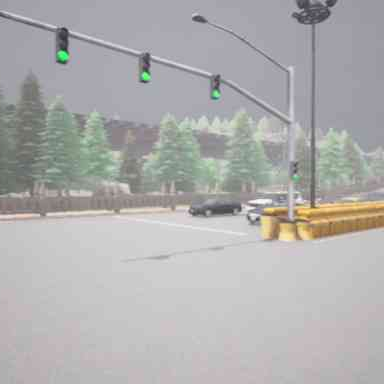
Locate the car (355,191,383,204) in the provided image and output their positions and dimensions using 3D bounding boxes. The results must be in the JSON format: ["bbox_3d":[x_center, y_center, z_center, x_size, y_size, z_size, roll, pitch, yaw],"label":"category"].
[{"bbox_3d":[24.802,0.688,45.989,5.357,1.411,2.033,-5,3,-39],"label":"car"}]

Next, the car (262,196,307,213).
[{"bbox_3d":[9.290,1.175,33.310,4.892,1.490,1.837,0,1,-39],"label":"car"}]

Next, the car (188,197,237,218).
[{"bbox_3d":[1.936,1.202,27.308,5.008,1.535,1.882,0,1,-39],"label":"car"}]

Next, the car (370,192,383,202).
[{"bbox_3d":[19.947,1.017,32.994,4.553,1.767,2.097,-1,1,-39],"label":"car"}]

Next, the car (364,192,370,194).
[{"bbox_3d":[22.057,0.839,39.252,4.553,1.767,2.097,-3,2,-39],"label":"car"}]

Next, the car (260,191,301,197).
[{"bbox_3d":[6.710,0.957,26.682,5.566,2.045,2.150,0,1,-39],"label":"car"}]

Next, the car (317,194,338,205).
[{"bbox_3d":[14.222,1.032,32.824,4.553,1.767,2.097,0,1,-40],"label":"car"}]

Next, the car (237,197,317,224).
[{"bbox_3d":[5.493,1.281,21.176,4.902,1.511,2.128,0,1,-39],"label":"car"}]

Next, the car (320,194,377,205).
[{"bbox_3d":[12.855,1.213,27.186,5.008,1.535,1.882,0,1,-39],"label":"car"}]

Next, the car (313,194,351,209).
[{"bbox_3d":[16.567,1.073,39.276,4.902,1.511,2.128,-2,1,-39],"label":"car"}]
